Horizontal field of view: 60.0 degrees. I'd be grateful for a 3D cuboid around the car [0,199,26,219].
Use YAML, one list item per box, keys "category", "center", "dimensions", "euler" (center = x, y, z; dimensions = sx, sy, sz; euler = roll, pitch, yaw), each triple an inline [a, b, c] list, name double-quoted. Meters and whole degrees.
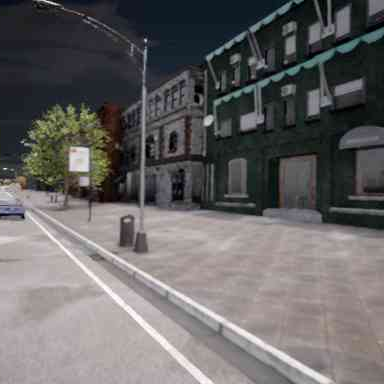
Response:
- category: "car"
  center: [-14.078, 1.266, 25.933]
  dimensions: [2.033, 1.411, 5.357]
  euler: [1, 0, -30]
